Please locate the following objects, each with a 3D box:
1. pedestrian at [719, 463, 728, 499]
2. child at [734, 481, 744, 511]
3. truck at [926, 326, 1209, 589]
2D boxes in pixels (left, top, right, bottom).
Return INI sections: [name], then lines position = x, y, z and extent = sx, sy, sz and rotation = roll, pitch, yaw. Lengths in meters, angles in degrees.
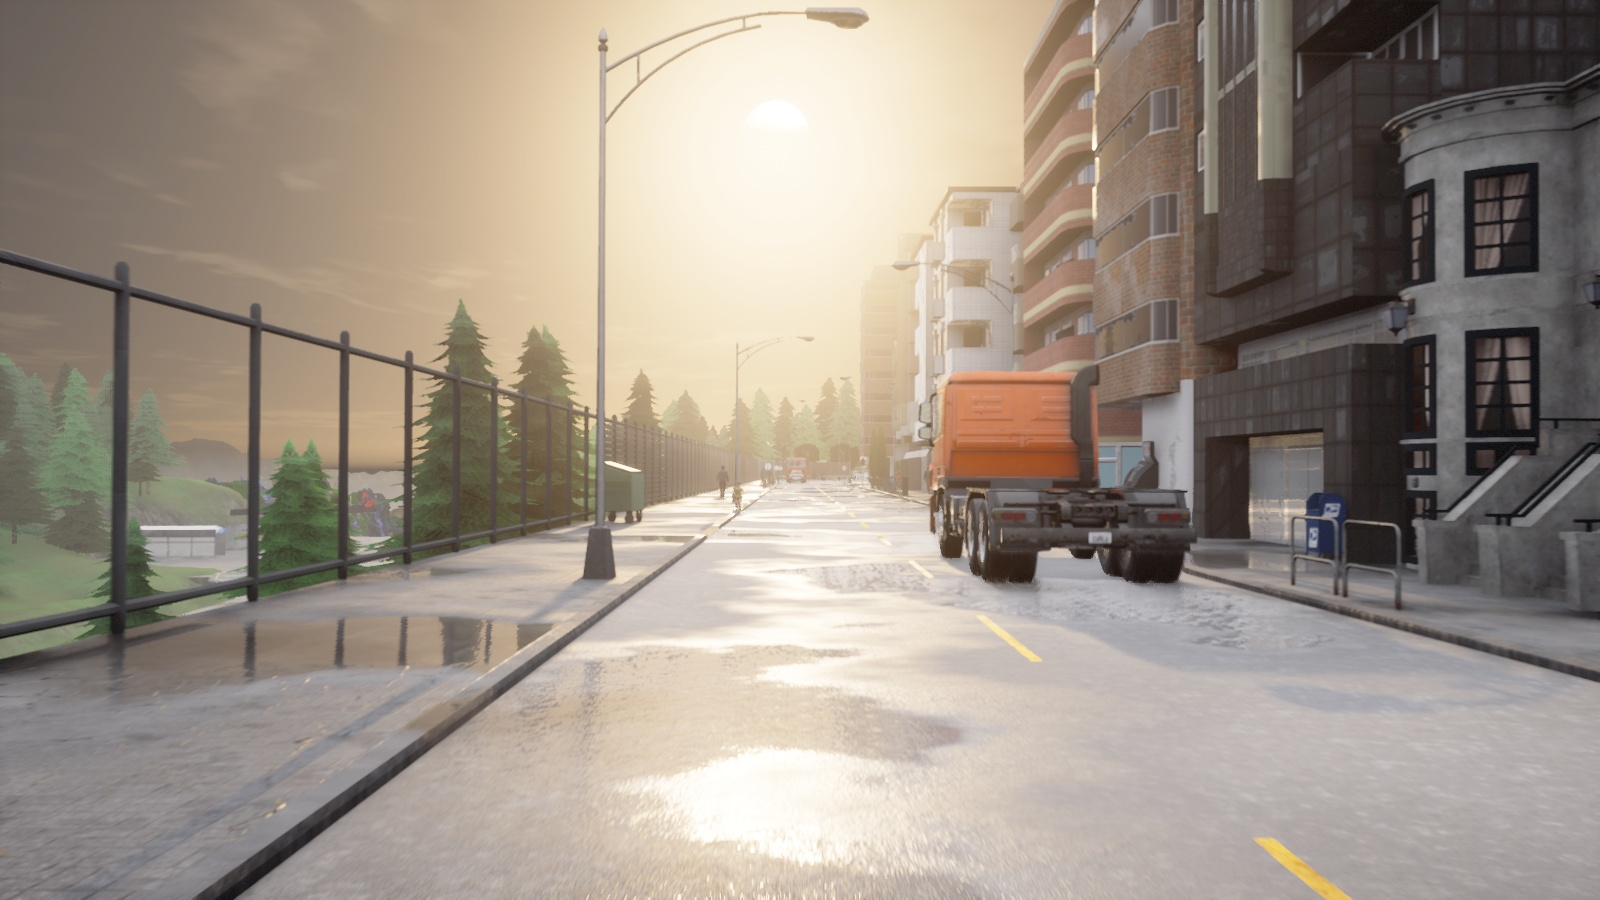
[pedestrian]
position = -4.130, 1.675, 67.739
extent = 0.423, 1.949, 0.788
rotation = 0, -1, 0
[child]
position = -2.243, 1.686, 46.156
extent = 0.255, 1.110, 0.394
rotation = 0, -1, 10
[truck]
position = 3.937, 0.161, 20.566
extent = 2.891, 3.462, 7.936
rotation = 0, -1, 0
